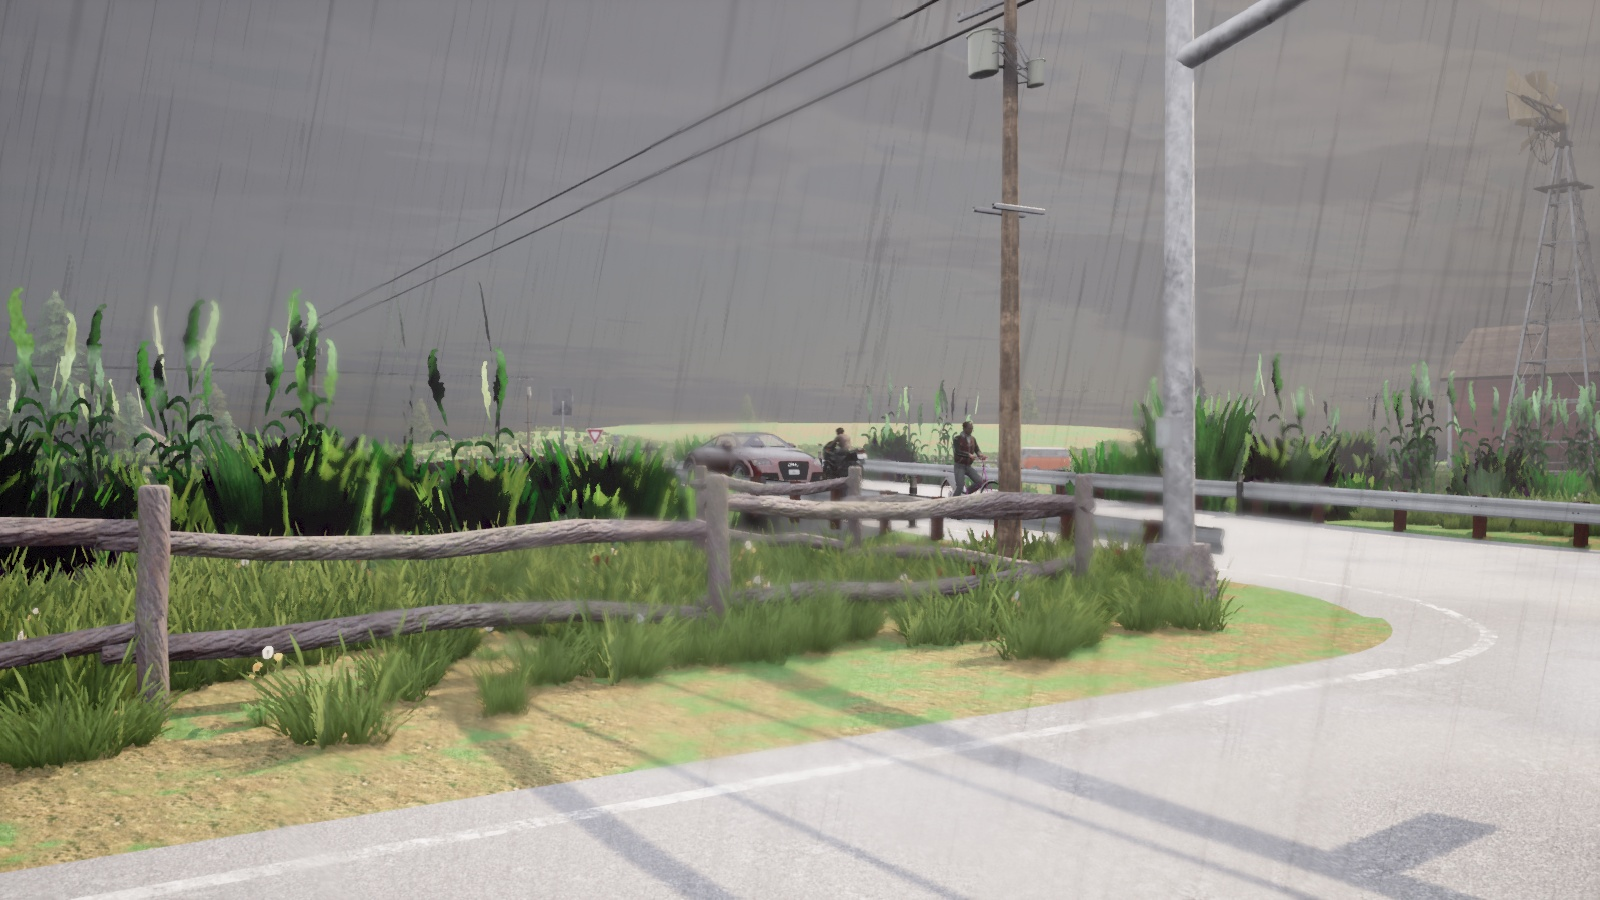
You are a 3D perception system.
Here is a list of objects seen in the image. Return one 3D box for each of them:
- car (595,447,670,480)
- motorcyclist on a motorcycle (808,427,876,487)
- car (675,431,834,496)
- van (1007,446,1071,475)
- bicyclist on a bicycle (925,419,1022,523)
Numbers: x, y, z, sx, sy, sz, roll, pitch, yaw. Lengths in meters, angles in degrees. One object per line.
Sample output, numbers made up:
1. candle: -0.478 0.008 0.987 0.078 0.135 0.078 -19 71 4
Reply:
1. car: -9.652 0.773 72.341 3.866 1.878 1.905 0 0 -32
2. motorcyclist on a motorcycle: 1.076 0.162 32.841 0.797 1.523 2.044 0 1 -31
3. car: -1.154 0.274 29.756 1.994 1.385 4.181 0 1 -31
4. van: 16.976 0.714 88.987 4.442 1.987 1.775 0 0 -32
5. bicyclist on a bicycle: 3.128 0.348 22.816 0.659 1.776 1.843 0 2 -32
